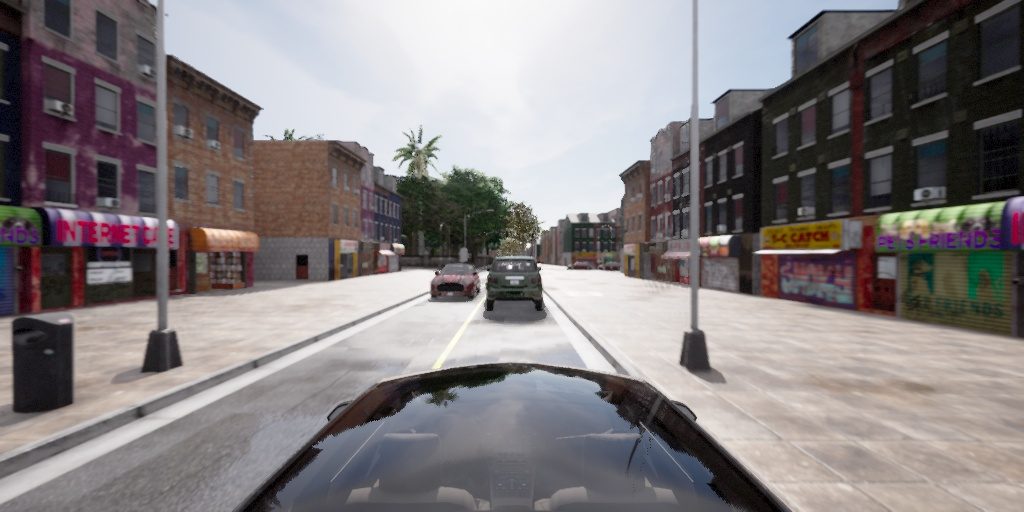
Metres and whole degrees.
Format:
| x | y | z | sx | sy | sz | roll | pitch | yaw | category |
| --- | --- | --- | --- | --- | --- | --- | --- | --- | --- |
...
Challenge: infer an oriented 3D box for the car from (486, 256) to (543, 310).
| x | y | z | sx | sy | sz | roll | pitch | yaw | category |
| --- | --- | --- | --- | --- | --- | --- | --- | --- | --- |
| 0.094 | 1.037 | 15.306 | 2.150 | 2.045 | 5.566 | 0 | 0 | 0 | car |

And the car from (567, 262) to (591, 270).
| x | y | z | sx | sy | sz | roll | pitch | yaw | category |
| --- | --- | --- | --- | --- | --- | --- | --- | --- | --- |
| 11.815 | 1.721 | 63.478 | 4.097 | 1.591 | 1.967 | 0 | 0 | 0 | car |

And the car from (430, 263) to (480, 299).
| x | y | z | sx | sy | sz | roll | pitch | yaw | category |
| --- | --- | --- | --- | --- | --- | --- | --- | --- | --- |
| -2.853 | 1.187 | 18.752 | 2.097 | 1.767 | 4.553 | 0 | 0 | 0 | car |
